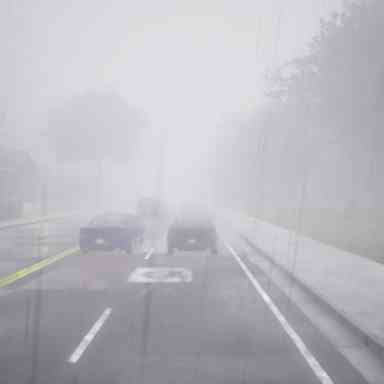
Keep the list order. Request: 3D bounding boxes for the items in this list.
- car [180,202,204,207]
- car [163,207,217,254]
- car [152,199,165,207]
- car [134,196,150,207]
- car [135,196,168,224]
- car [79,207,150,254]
[{"bbox_3d":[0.018,1.624,28.431,2.097,1.767,4.553,0,-1,0],"label":"car"},{"bbox_3d":[0.026,1.615,14.246,1.882,1.535,5.008,0,0,0],"label":"car"},{"bbox_3d":[-6.527,2.191,65.348,1.994,1.385,4.181,0,-1,0],"label":"car"},{"bbox_3d":[-9.768,1.852,65.284,2.150,2.045,5.566,0,-1,0],"label":"car"},{"bbox_3d":[-3.240,1.491,27.602,2.150,2.045,5.566,0,0,0],"label":"car"},{"bbox_3d":[-3.224,1.615,14.257,1.882,1.535,5.008,0,0,0],"label":"car"}]
